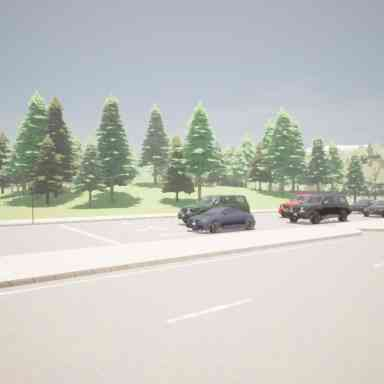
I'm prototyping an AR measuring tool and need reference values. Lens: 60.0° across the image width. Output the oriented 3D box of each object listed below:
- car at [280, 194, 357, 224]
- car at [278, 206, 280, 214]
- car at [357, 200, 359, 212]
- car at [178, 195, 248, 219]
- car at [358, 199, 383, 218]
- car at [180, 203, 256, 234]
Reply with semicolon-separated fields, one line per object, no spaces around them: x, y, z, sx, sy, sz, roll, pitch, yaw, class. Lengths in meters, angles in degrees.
9.511;1.221;24.816;5.566;2.045;2.150;0;0;-34;car
10.166;1.221;29.507;5.566;2.045;2.150;0;0;-33;car
18.311;1.526;35.168;4.674;1.442;1.812;0;0;-34;car
1.686;1.221;23.631;5.566;2.045;2.150;0;0;-35;car
17.570;1.526;30.398;4.674;1.442;1.812;0;0;-34;car
1.737;1.564;19.401;4.181;1.385;1.994;0;0;-35;car
